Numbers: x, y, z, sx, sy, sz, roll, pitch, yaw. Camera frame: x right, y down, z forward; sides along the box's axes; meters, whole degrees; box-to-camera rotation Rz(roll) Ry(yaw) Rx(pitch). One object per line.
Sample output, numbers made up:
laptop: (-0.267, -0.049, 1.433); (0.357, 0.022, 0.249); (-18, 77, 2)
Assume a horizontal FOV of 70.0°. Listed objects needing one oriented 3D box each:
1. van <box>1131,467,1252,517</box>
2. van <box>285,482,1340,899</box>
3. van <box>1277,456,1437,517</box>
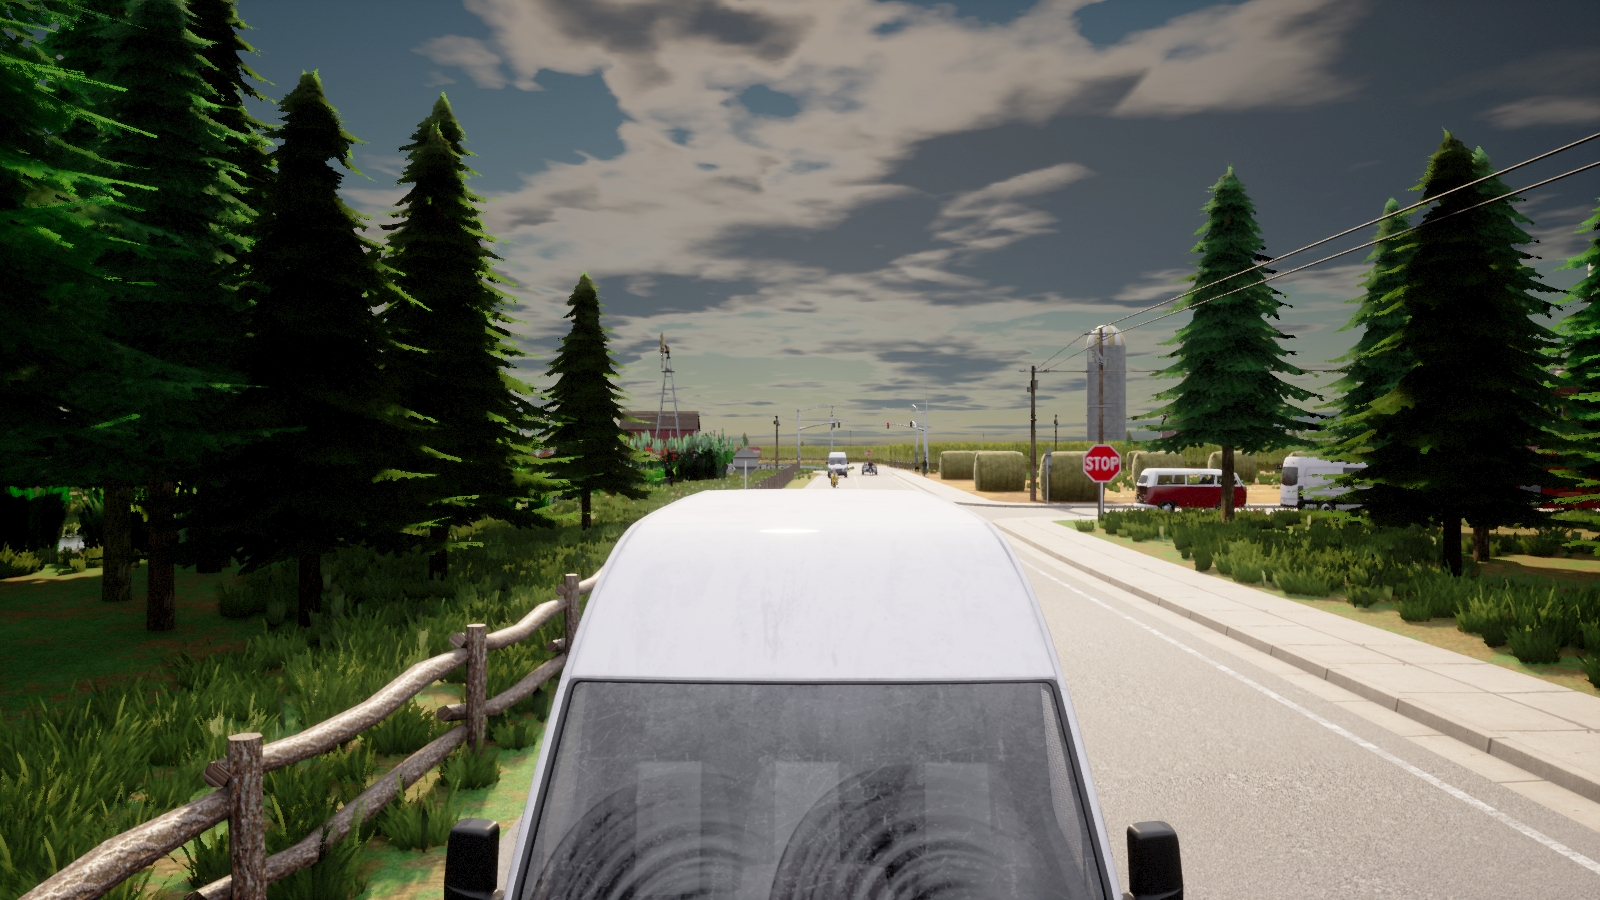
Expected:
van: (16.767, 1.783, 49.041); (4.480, 2.038, 2.069); (0, 0, 0)
van: (0.056, 1.508, 5.110); (1.988, 2.561, 5.915); (0, 0, 1)
van: (23.869, 1.534, 49.092); (5.915, 2.561, 1.988); (0, 0, -1)
